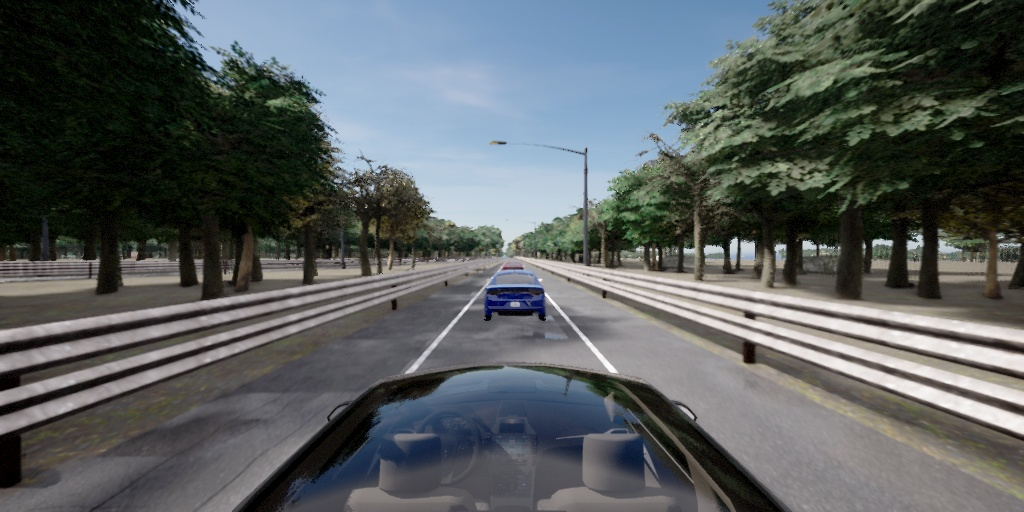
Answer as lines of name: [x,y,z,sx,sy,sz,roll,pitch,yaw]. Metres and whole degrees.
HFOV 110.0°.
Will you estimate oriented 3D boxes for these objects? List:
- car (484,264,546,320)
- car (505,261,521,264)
car: [0.099,1.222,12.676,1.882,1.535,5.008,0,0,0]
car: [0.098,1.201,31.103,1.882,1.535,5.008,0,0,0]
